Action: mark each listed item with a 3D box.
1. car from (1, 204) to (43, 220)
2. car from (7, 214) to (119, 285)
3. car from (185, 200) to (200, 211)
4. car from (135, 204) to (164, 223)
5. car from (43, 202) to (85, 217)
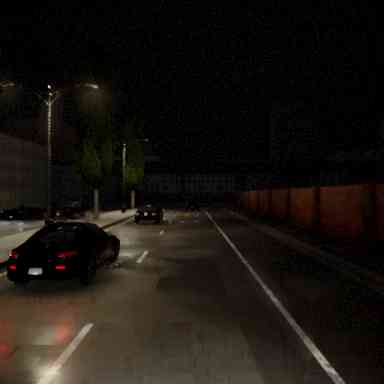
[{"bbox_3d":[-15.032,1.771,29.869,1.895,1.301,4.718,0,0,0],"label":"car"},{"bbox_3d":[-3.398,1.581,9.541,1.812,1.442,4.674,0,-1,0],"label":"car"},{"bbox_3d":[0.049,1.779,44.637,1.812,1.442,4.674,0,0,0],"label":"car"},{"bbox_3d":[-3.404,1.700,26.936,2.033,1.411,5.357,0,0,0],"label":"car"},{"bbox_3d":[-11.521,1.669,31.095,2.128,1.511,4.902,0,0,0],"label":"car"}]
